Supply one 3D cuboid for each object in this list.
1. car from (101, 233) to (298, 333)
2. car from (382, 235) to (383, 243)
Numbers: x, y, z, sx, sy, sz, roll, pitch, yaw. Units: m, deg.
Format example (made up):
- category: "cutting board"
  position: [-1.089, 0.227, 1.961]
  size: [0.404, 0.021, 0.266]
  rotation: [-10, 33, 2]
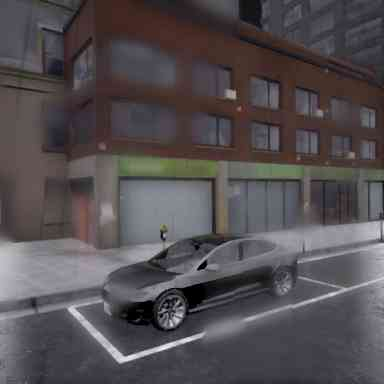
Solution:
- category: "car"
  position: [0.365, 1.564, 6.803]
  size: [4.313, 1.339, 1.947]
  rotation: [0, -1, -35]
- category: "car"
  position: [9.321, 1.519, 13.192]
  size: [4.829, 1.417, 1.752]
  rotation: [0, -1, -35]
